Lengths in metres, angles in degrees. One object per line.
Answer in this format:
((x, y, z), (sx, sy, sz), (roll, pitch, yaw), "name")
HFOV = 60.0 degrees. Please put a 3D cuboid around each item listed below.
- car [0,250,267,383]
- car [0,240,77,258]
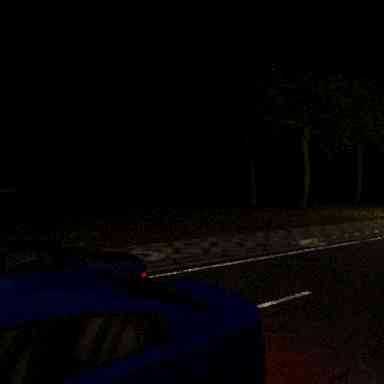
((-1.605, 1.478, 2.542), (5.008, 1.535, 1.882), (0, 0, -35), "car")
((-3.282, 1.547, 5.336), (5.357, 1.411, 2.033), (0, 0, -35), "car")
